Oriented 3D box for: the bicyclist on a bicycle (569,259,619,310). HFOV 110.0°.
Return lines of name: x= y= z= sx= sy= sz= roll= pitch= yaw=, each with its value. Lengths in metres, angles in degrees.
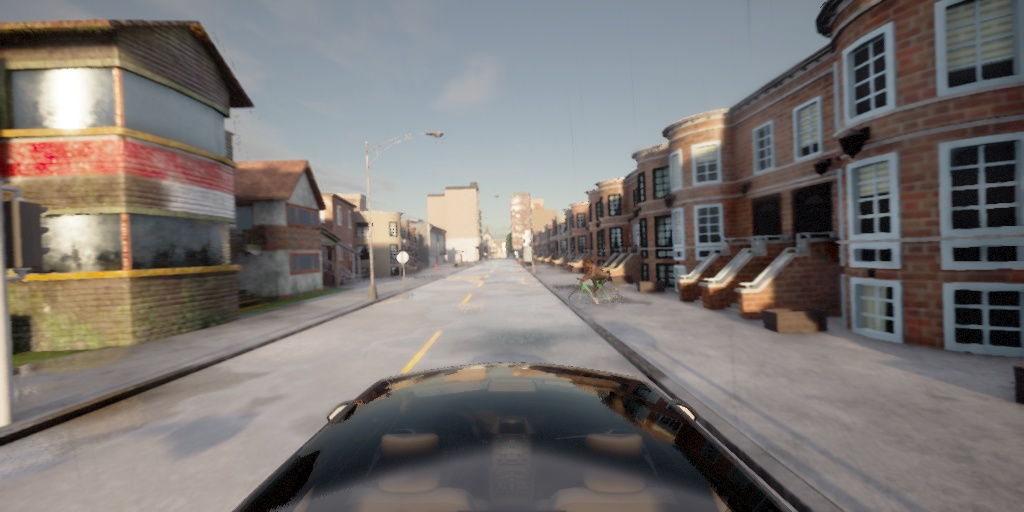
bicyclist on a bicycle: x=2.630 y=0.919 z=11.577 sx=1.656 sy=1.620 sz=0.582 roll=-3 pitch=0 yaw=-1
